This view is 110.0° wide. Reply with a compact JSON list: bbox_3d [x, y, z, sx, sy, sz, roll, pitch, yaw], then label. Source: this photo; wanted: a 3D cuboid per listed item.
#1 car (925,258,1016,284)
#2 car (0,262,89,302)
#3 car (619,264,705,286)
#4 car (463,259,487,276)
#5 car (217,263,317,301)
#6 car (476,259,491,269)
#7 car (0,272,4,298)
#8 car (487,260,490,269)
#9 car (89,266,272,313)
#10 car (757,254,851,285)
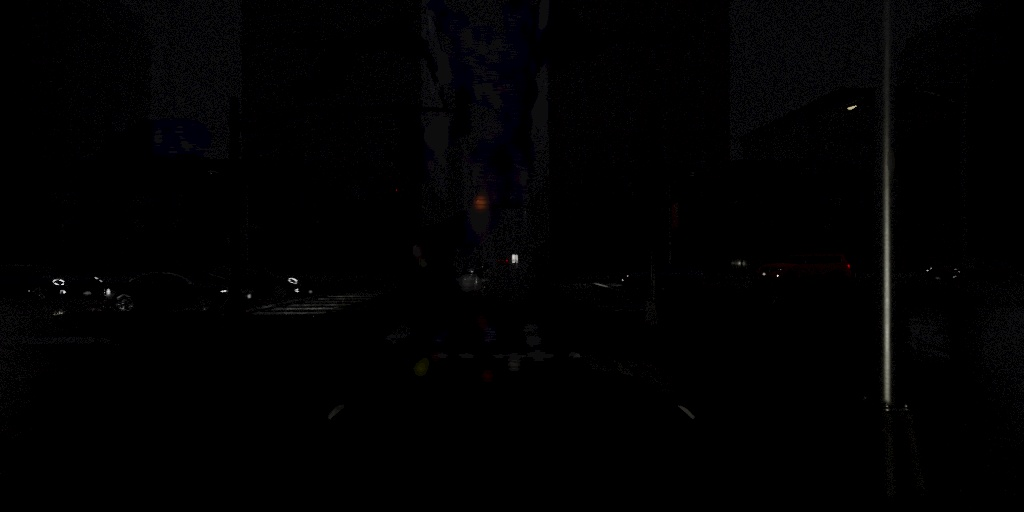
[{"bbox_3d":[32.095,0.976,25.213,4.553,1.767,2.097,0,0,-2],"label":"car"},{"bbox_3d":[-22.230,1.178,16.817,4.553,1.767,2.097,0,0,-2],"label":"car"},{"bbox_3d":[10.209,1.244,24.539,5.357,1.411,2.033,0,0,-2],"label":"car"},{"bbox_3d":[-4.001,1.260,37.526,2.128,1.511,4.902,0,0,-2],"label":"car"},{"bbox_3d":[-11.919,1.137,17.139,4.553,1.767,2.097,0,0,-2],"label":"car"},{"bbox_3d":[-4.572,1.282,58.301,2.128,1.511,4.902,0,0,-1],"label":"car"},{"bbox_3d":[-23.079,1.432,13.541,4.718,1.301,1.895,0,0,-2],"label":"car"},{"bbox_3d":[-4.288,1.284,47.905,1.837,1.490,4.892,0,0,-2],"label":"car"},{"bbox_3d":[-12.433,1.281,13.700,4.902,1.511,2.128,0,0,2],"label":"car"},{"bbox_3d":[20.168,0.884,24.851,5.566,2.045,2.150,0,0,-2],"label":"car"}]
